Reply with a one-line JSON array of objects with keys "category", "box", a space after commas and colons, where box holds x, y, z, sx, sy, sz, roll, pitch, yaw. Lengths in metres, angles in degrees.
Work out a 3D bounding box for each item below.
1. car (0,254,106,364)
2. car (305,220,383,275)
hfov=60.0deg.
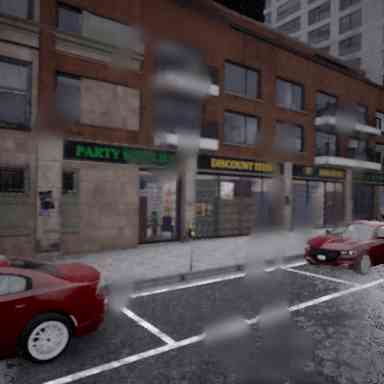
[{"category": "car", "box": [-3.415, 1.555, 4.306, 4.507, 1.381, 1.887, 0, 1, -36]}, {"category": "car", "box": [5.491, 1.613, 10.700, 4.507, 1.381, 1.887, 0, 0, -36]}]
